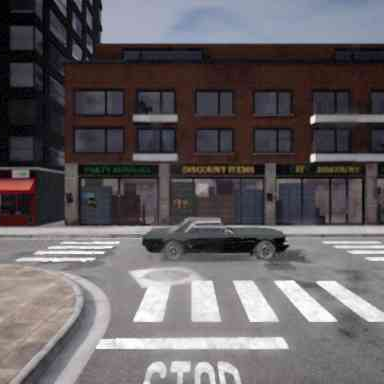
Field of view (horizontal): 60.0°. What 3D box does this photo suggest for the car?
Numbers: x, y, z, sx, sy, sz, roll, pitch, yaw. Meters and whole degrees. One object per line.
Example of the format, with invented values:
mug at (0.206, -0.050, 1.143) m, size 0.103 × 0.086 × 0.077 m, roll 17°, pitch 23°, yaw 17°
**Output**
car at (0.768, 1.531, 11.285) m, size 4.718 × 1.301 × 1.895 m, roll 0°, pitch 0°, yaw 0°
